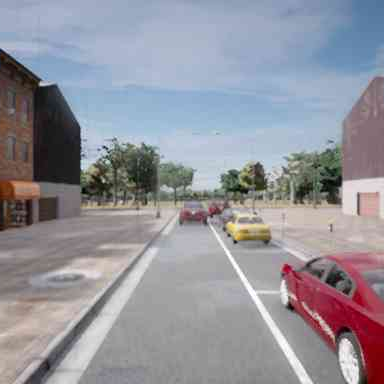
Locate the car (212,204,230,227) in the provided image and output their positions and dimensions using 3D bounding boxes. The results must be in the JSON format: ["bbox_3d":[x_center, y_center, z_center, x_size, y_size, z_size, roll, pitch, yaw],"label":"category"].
[{"bbox_3d":[2.647,1.733,21.760,2.008,1.369,4.403,0,-1,0],"label":"car"}]

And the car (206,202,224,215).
[{"bbox_3d":[2.654,1.863,38.566,1.752,1.417,4.829,0,-1,0],"label":"car"}]

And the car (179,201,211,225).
[{"bbox_3d":[0.112,1.575,26.205,2.097,1.767,4.553,0,-1,0],"label":"car"}]

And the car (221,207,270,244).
[{"bbox_3d":[2.644,1.658,16.386,1.752,1.417,4.829,0,-1,0],"label":"car"}]

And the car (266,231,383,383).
[{"bbox_3d":[2.640,1.585,5.125,1.887,1.381,4.507,0,0,0],"label":"car"}]

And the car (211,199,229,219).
[{"bbox_3d":[2.651,1.600,32.853,2.192,1.841,5.009,0,-1,0],"label":"car"}]

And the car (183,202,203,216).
[{"bbox_3d":[0.116,1.886,36.874,1.994,1.385,4.181,0,0,0],"label":"car"}]
